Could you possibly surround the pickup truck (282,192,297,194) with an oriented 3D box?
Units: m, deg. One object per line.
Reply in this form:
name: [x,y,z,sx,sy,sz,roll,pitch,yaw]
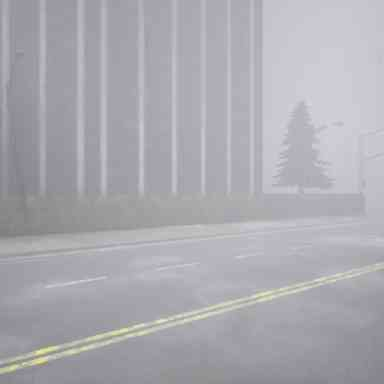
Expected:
pickup truck: [23.080,1.056,78.066,2.390,2.098,6.274,0,0,-6]
